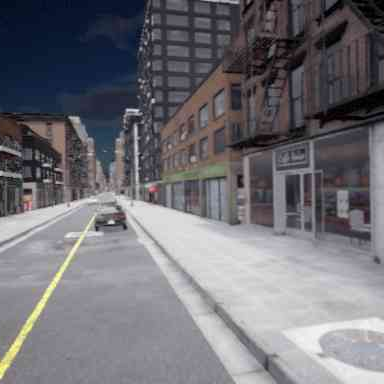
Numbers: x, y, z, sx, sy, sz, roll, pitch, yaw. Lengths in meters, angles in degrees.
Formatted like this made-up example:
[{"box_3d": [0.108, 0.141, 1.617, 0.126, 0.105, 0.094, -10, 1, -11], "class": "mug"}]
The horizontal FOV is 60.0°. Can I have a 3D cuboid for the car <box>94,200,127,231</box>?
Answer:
[{"box_3d": [-5.043, 1.510, 20.749, 1.812, 1.442, 4.674, -2, 1, -14], "class": "car"}]

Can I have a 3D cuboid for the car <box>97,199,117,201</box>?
[{"box_3d": [-9.035, 1.474, 36.835, 2.128, 1.511, 4.902, -2, 0, -14], "class": "car"}]

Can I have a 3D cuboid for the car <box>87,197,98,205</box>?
[{"box_3d": [-17.458, 1.580, 59.079, 1.812, 1.442, 4.674, -2, 0, -14], "class": "car"}]
